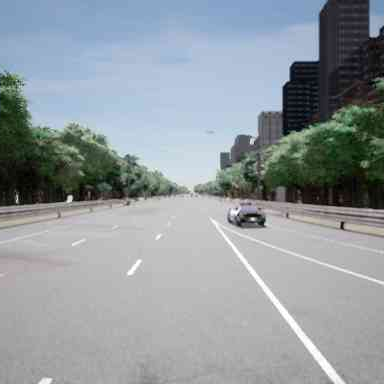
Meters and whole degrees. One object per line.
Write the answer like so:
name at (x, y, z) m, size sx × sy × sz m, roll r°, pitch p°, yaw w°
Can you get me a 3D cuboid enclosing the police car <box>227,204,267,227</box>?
police car at (3.882, 1.647, 24.565) m, size 2.038 × 1.542 × 4.974 m, roll 0°, pitch 0°, yaw -5°
